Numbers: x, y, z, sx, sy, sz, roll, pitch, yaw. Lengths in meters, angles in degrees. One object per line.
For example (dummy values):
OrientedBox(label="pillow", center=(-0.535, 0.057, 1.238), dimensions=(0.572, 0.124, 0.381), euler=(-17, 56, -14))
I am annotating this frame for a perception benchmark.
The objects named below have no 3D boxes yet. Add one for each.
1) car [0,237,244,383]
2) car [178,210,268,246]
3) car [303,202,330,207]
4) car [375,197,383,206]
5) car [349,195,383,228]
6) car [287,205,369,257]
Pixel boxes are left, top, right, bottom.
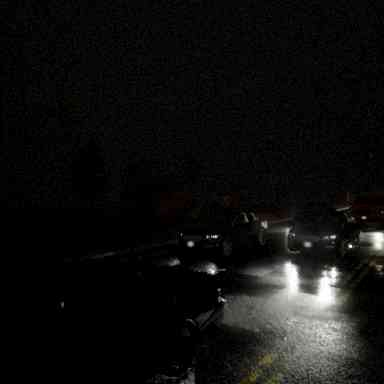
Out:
OrientedBox(label="car", center=(-1.612, 1.548, 3.536), dimensions=(2.033, 1.411, 5.357), euler=(0, 0, 36))
OrientedBox(label="car", center=(1.388, 1.492, 13.234), dimensions=(2.128, 1.511, 4.902), euler=(0, 0, 36))
OrientedBox(label="car", center=(8.762, 1.478, 23.419), dimensions=(1.882, 1.535, 5.008), euler=(0, 0, 36))
OrientedBox(label="car", center=(31.382, 1.519, 54.662), dimensions=(1.812, 1.442, 4.674), euler=(0, 0, 36))
OrientedBox(label="car", center=(12.144, 1.222, 22.550), dimensions=(2.150, 2.045, 5.566), euler=(0, 0, 36))
OrientedBox(label="car", center=(5.303, 1.492, 13.099), dimensions=(2.128, 1.511, 4.902), euler=(0, 0, 36))
